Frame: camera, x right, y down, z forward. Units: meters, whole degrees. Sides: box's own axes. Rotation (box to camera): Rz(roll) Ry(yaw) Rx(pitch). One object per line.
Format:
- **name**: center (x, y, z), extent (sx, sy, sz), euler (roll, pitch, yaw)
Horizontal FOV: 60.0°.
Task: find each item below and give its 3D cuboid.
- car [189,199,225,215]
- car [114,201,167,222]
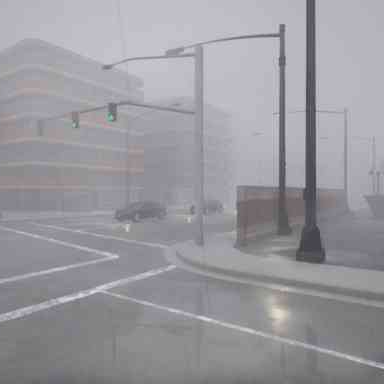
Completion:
- **car**: center (1.626, 1.504, 34.455), extent (1.837, 1.490, 4.892), euler (0, 0, 35)
- **car**: center (-3.966, 1.504, 26.333), extent (1.837, 1.490, 4.892), euler (0, 0, 35)
